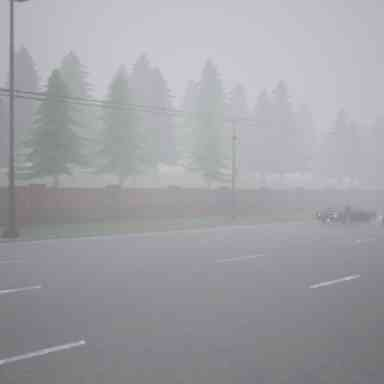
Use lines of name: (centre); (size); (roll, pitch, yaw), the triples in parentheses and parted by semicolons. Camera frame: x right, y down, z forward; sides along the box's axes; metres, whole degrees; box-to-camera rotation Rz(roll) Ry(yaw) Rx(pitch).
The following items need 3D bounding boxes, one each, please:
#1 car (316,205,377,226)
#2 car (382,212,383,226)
car: (10.965, 1.591, 23.447); (4.718, 1.301, 1.895); (0, 0, -33)
car: (14.358, 1.351, 21.475); (4.553, 1.767, 2.097); (0, 0, -33)
